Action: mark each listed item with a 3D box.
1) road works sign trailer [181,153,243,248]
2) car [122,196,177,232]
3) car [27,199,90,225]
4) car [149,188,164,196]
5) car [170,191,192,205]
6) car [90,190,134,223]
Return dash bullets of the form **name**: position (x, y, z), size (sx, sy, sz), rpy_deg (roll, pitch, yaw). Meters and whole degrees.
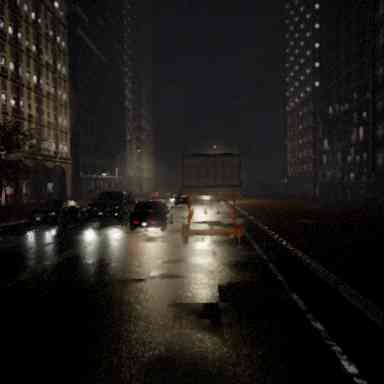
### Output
- **road works sign trailer**: position (0.801, 0.226, 13.504), size (2.380, 3.560, 2.880), rpy_deg (-1, 1, 4)
- **car**: position (-2.123, 1.220, 18.138), size (1.837, 1.490, 4.892), rpy_deg (-1, 1, 3)
- **car**: position (-8.655, 1.223, 21.424), size (2.128, 1.511, 4.902), rpy_deg (-1, 1, 3)
- **car**: position (-6.503, 0.269, 61.943), size (2.150, 2.045, 5.566), rpy_deg (-1, 1, 3)
- **car**: position (-1.038, 0.897, 39.248), size (2.033, 1.411, 5.357), rpy_deg (-1, 1, 3)
- **car**: position (-5.340, 0.899, 22.678), size (2.150, 2.045, 5.566), rpy_deg (-1, 1, 3)
